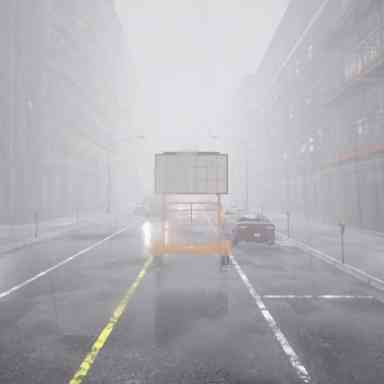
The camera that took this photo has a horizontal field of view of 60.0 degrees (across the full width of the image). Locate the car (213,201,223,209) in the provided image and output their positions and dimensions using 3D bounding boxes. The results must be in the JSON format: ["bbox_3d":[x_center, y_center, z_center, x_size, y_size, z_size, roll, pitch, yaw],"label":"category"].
[{"bbox_3d":[2.575,1.552,21.050,1.752,1.417,4.829,1,0,0],"label":"car"}]

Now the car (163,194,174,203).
[{"bbox_3d":[-5.329,1.520,76.243,2.192,1.841,5.009,1,0,0],"label":"car"}]

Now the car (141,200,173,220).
[{"bbox_3d":[-2.865,1.643,28.638,1.895,1.301,4.718,0,0,0],"label":"car"}]

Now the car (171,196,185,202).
[{"bbox_3d":[-2.785,1.655,70.016,1.882,1.535,5.008,0,0,0],"label":"car"}]

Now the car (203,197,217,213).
[{"bbox_3d":[2.566,1.610,37.470,1.887,1.381,4.507,1,0,0],"label":"car"}]

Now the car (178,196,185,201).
[{"bbox_3d":[-2.795,1.754,90.773,1.882,1.535,5.008,0,-1,0],"label":"car"}]

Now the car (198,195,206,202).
[{"bbox_3d":[2.555,1.679,59.594,1.887,1.381,4.507,1,0,0],"label":"car"}]

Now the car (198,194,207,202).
[{"bbox_3d":[2.514,1.545,81.718,2.192,1.841,5.009,1,0,0],"label":"car"}]

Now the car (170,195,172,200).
[{"bbox_3d":[-5.326,1.495,70.713,2.192,1.841,5.009,1,0,0],"label":"car"}]

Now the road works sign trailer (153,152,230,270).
[{"bbox_3d":[-0.017,0.475,11.018,2.380,3.560,2.880,0,0,0],"label":"road works sign trailer"}]

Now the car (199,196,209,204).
[{"bbox_3d":[2.559,1.620,70.656,1.967,1.590,4.097,1,0,0],"label":"car"}]

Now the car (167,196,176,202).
[{"bbox_3d":[-5.341,1.824,87.304,1.947,1.339,4.313,1,0,0],"label":"car"}]

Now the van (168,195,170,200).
[{"bbox_3d":[-5.321,1.476,59.652,1.690,1.788,3.998,1,0,0],"label":"van"}]

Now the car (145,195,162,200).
[{"bbox_3d":[-5.311,1.395,43.062,2.192,1.841,5.009,2,0,0],"label":"car"}]

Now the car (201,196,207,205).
[{"bbox_3d":[2.563,1.630,43.002,2.008,1.369,4.403,1,0,0],"label":"car"}]

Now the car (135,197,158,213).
[{"bbox_3d":[-5.313,1.590,37.360,1.752,1.417,4.829,2,0,0],"label":"car"}]

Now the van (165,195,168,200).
[{"bbox_3d":[-5.317,1.455,54.120,1.690,1.788,3.998,2,0,0],"label":"van"}]

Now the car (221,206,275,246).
[{"bbox_3d":[2.578,1.562,15.348,1.887,1.381,4.507,1,0,0],"label":"car"}]
